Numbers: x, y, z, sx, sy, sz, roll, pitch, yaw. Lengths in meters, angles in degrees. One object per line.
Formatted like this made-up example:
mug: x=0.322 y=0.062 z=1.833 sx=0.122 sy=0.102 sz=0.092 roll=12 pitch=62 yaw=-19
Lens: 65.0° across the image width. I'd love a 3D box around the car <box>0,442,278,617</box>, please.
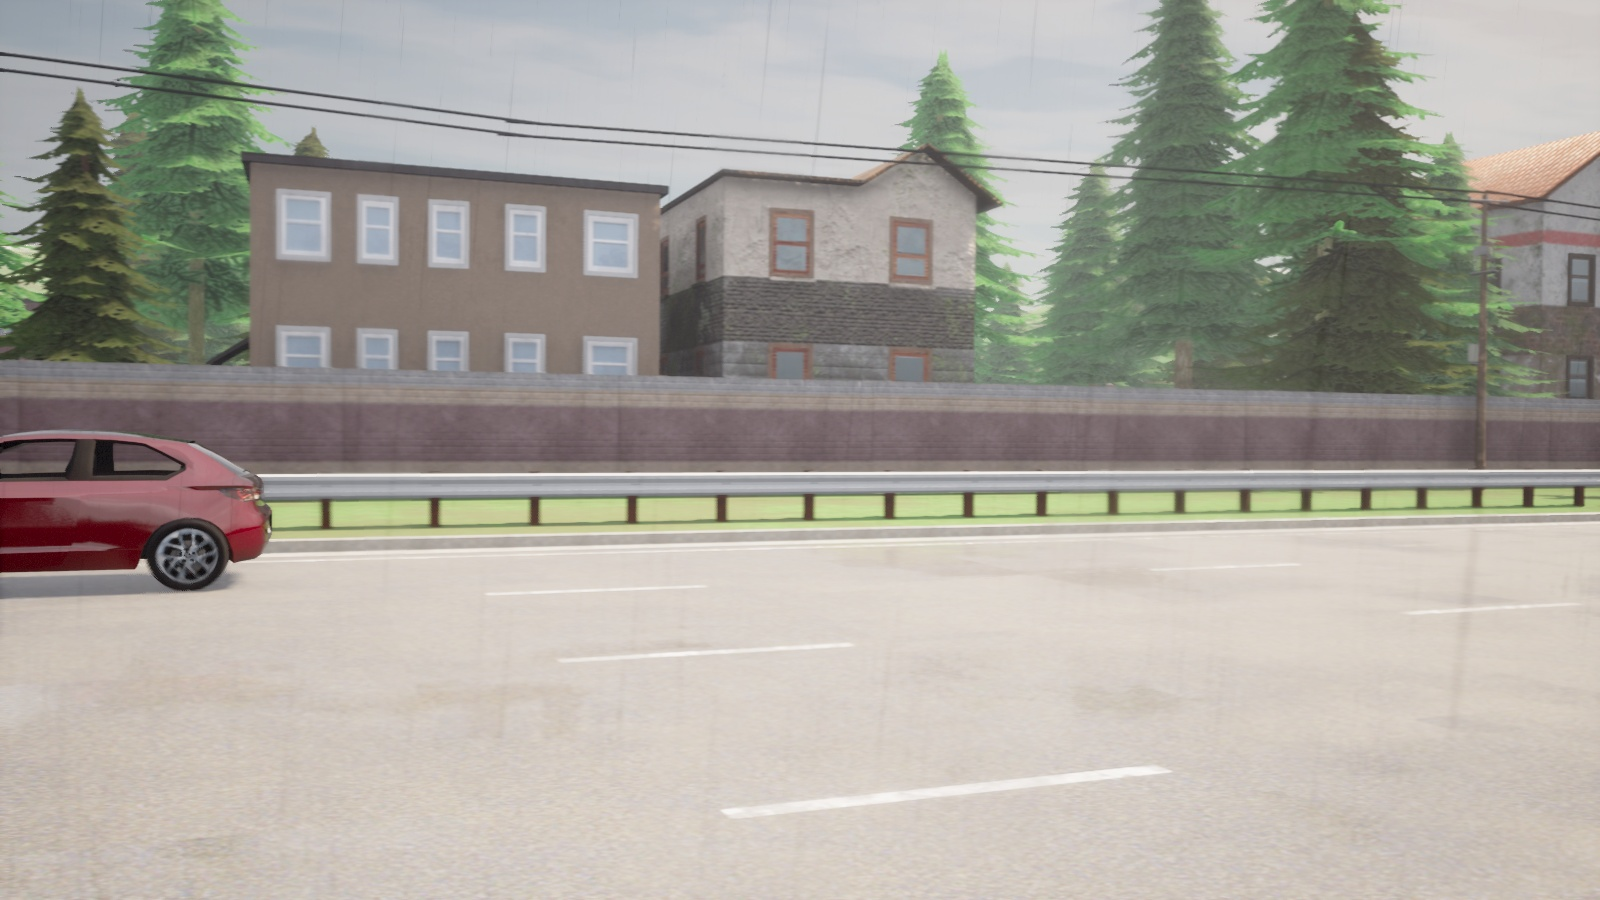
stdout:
car: x=-7.195 y=0.701 z=11.739 sx=4.193 sy=1.474 sz=1.816 roll=-1 pitch=1 yaw=-21
